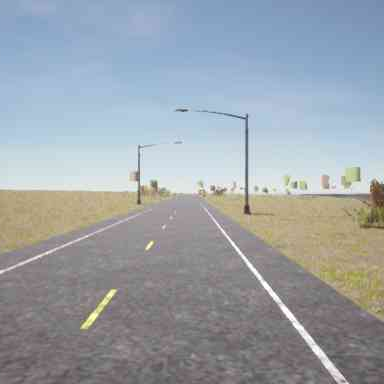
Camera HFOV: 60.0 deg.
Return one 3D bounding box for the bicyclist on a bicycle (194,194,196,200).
[{"bbox_3d":[0.989,1.480,89.838,0.866,1.612,1.509,2,1,0],"label":"bicyclist on a bicycle"}]
